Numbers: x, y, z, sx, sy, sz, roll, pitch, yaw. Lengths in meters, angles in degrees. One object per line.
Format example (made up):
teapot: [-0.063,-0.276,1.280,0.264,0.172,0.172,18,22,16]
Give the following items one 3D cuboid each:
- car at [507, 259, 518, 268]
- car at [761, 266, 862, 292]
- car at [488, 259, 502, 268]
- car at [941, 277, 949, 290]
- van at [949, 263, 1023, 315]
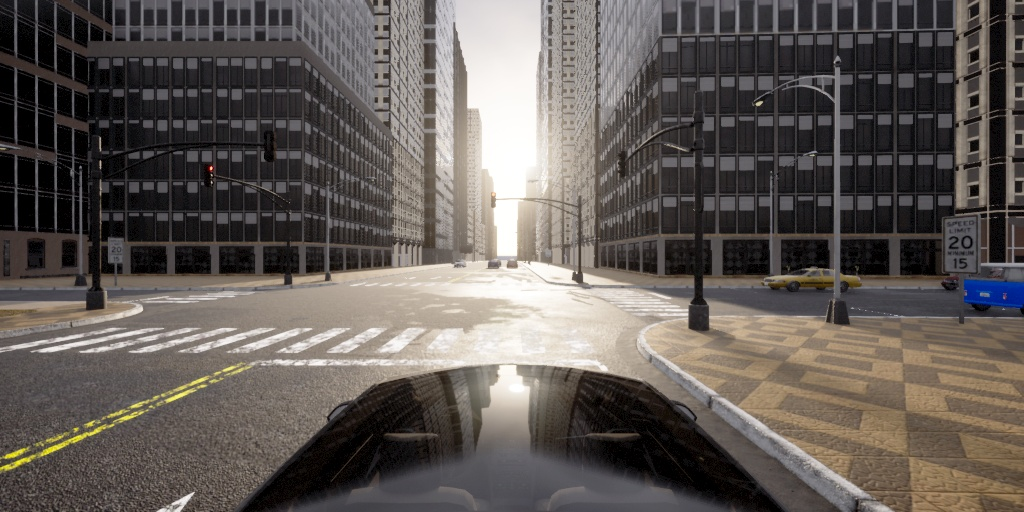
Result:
car: [0.045,1.425,63.647,1.994,1.385,4.181,0,0,0]
car: [17.101,1.293,20.635,4.829,1.417,1.751,0,0,2]
car: [-3.206,1.335,62.817,1.882,1.535,5.008,0,0,0]
car: [26.935,1.356,20.143,4.207,1.307,1.802,0,0,2]
van: [18.366,1.119,12.462,3.998,1.789,1.690,0,0,2]
